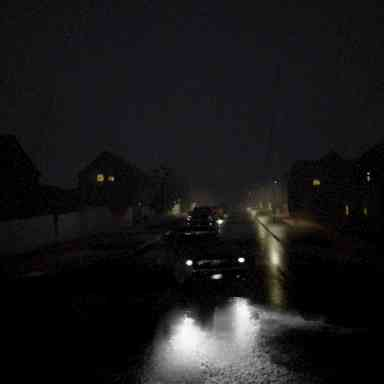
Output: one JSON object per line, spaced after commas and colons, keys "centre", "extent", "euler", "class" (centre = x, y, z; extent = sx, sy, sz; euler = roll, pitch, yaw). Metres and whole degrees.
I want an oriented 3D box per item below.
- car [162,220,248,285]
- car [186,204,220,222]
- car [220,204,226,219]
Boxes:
{"centre": [0.190, 1.905, 10.962], "extent": [1.895, 1.301, 4.718], "euler": [0, 1, -12], "class": "car"}
{"centre": [0.807, 1.883, 25.427], "extent": [2.097, 1.767, 4.553], "euler": [-1, -1, 7], "class": "car"}
{"centre": [2.574, 2.278, 38.795], "extent": [1.882, 1.535, 5.008], "euler": [-1, -1, 8], "class": "car"}
